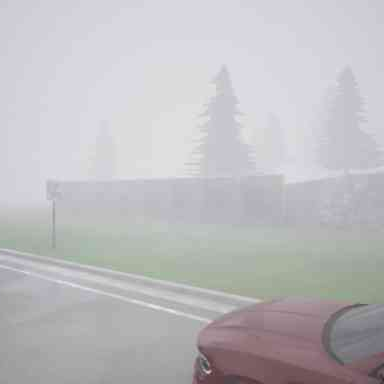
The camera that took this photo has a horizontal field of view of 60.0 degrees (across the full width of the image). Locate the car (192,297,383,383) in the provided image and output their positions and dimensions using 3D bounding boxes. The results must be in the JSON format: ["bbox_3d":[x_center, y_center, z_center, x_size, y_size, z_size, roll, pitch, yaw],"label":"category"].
[{"bbox_3d":[2.310,1.478,2.396,5.008,1.535,1.882,0,0,35],"label":"car"}]
